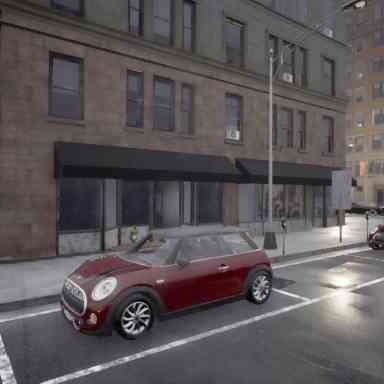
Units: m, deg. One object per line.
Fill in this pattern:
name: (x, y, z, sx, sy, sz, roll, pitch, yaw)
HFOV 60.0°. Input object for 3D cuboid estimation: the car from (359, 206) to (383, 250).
car: (8.598, 1.445, 12.845, 4.097, 1.590, 1.967, 0, 0, -35)

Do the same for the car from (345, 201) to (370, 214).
car: (15.560, 1.532, 30.703, 1.895, 1.301, 4.718, 1, 0, -36)

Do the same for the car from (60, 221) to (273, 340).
car: (-0.362, 1.441, 6.488, 4.097, 1.590, 1.967, 0, 0, -35)
